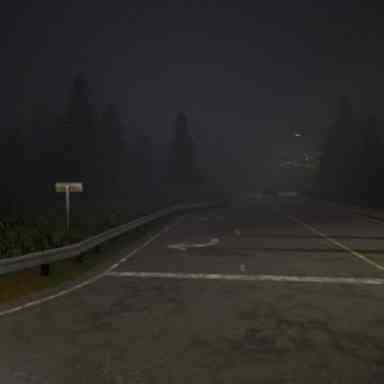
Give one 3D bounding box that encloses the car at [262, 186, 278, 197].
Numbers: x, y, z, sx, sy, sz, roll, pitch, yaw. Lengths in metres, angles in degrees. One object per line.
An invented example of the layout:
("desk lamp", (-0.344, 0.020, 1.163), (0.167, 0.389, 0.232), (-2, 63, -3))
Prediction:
("car", (12.367, -0.126, 52.980), (2.097, 1.767, 4.553), (-1, 1, 9))
